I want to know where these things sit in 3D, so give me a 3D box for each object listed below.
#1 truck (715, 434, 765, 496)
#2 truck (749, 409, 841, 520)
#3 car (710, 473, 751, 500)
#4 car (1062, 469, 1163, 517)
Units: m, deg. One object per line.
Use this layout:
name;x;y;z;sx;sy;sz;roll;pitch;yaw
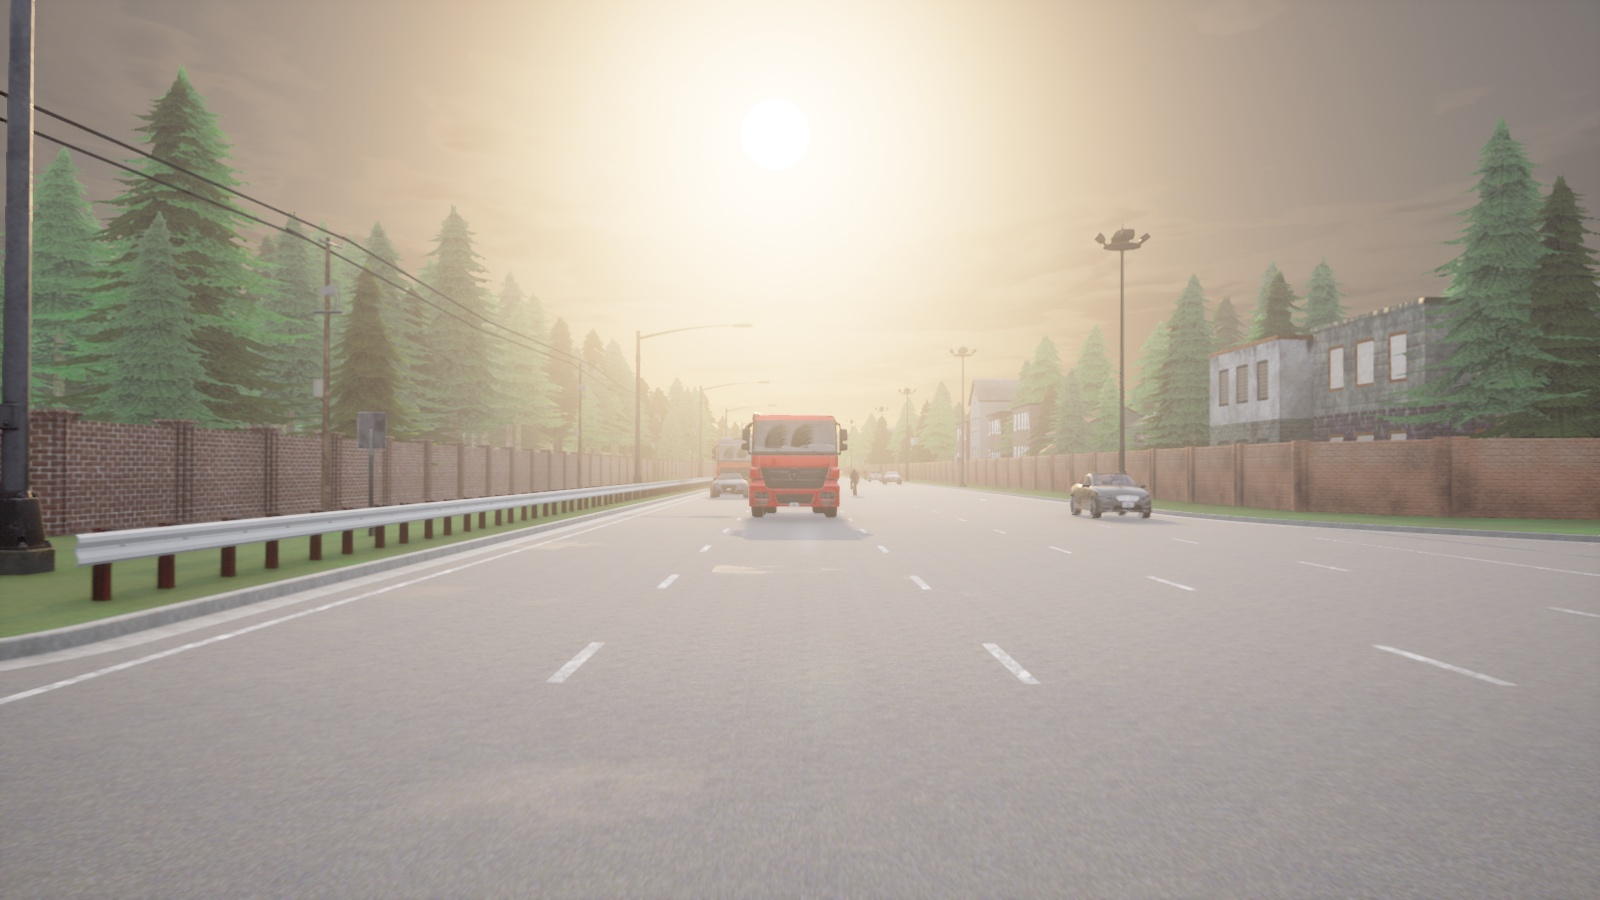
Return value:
truck;-3.810;0.968;81.850;2.891;3.827;8.468;0;-1;0
truck;-0.168;0.521;43.255;2.891;3.462;7.936;0;-1;0
car;-3.757;1.982;68.457;1.994;1.385;4.181;0;-1;0
car;10.340;1.396;41.902;2.128;1.511;4.902;0;-1;0
